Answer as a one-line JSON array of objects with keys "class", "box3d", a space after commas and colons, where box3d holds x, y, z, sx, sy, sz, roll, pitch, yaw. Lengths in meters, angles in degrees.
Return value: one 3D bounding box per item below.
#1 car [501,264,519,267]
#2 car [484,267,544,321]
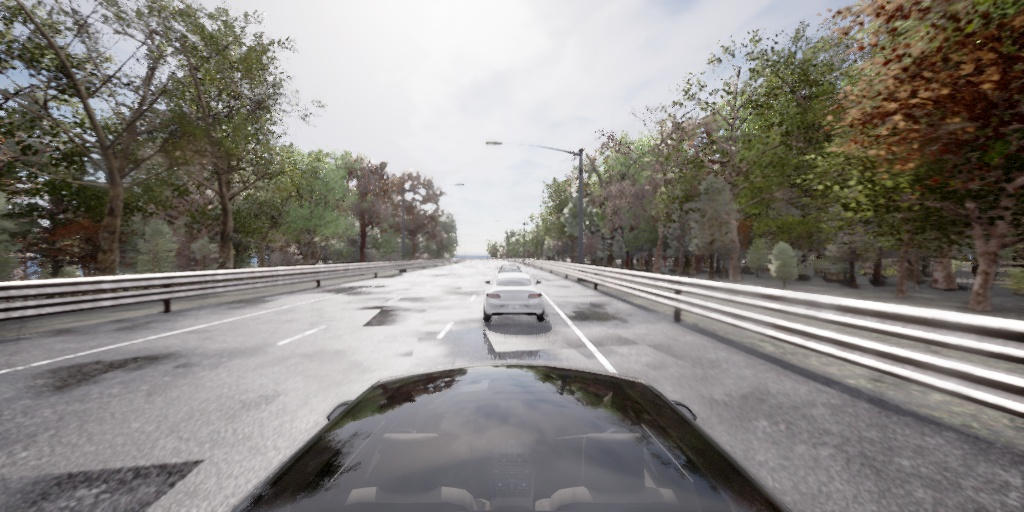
[{"class": "car", "box3d": [-0.186, 1.322, 29.791, 1.895, 1.301, 4.718, 0, 0, -1]}, {"class": "car", "box3d": [0.047, 1.265, 12.254, 1.812, 1.442, 4.674, 0, 0, 0]}]
